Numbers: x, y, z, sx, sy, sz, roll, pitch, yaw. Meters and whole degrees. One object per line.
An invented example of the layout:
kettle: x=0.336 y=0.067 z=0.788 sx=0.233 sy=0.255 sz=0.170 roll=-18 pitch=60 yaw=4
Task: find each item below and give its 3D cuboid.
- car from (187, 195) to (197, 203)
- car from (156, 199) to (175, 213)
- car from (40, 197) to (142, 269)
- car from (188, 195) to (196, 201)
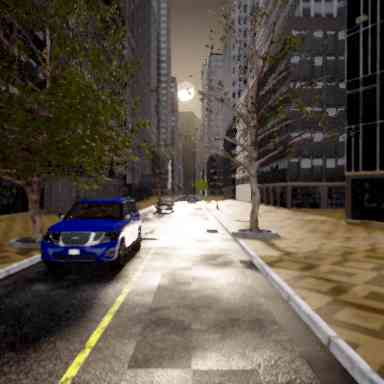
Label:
car: x=0.022 y=1.508 z=69.450 sx=1.882 sy=1.535 sz=5.008 roll=0 pitch=0 yaw=0
car: x=-2.989 y=1.531 z=37.688 sx=2.128 sy=1.511 sz=4.902 roll=0 pitch=0 yaw=0
car: x=-3.087 y=1.218 z=11.479 sx=2.150 sy=2.045 sz=5.566 roll=0 pitch=0 yaw=0
car: x=0.025 y=1.501 z=79.896 sx=1.994 sy=1.385 sz=4.181 roll=0 pitch=0 yaw=0
